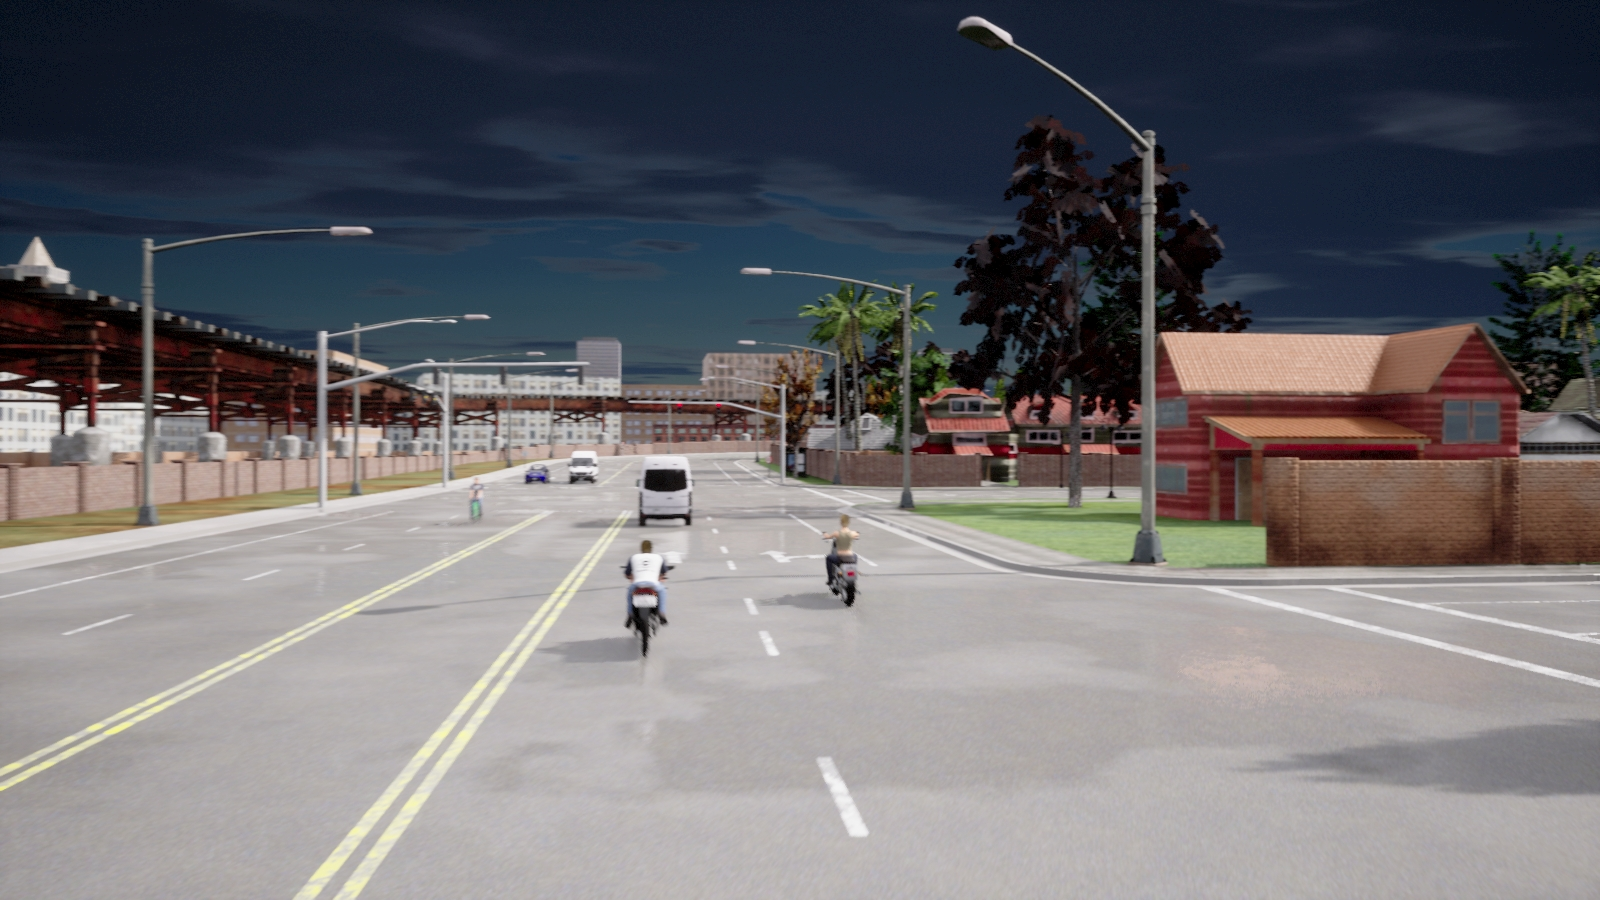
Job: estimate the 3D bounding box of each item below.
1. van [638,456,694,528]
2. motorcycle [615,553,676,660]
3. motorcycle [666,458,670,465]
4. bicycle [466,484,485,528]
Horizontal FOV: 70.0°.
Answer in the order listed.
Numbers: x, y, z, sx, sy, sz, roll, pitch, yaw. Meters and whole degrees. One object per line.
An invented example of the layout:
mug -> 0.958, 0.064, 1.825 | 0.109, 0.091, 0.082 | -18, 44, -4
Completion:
van -> -5.176, 1.529, 43.995 | 1.988, 2.561, 5.915 | 0, 0, -7
motorcycle -> -2.158, 2.171, 16.193 | 0.803, 1.224, 2.033 | 0, 0, -6
motorcycle -> -24.753, 2.118, 213.946 | 0.764, 1.332, 2.356 | 0, 0, -6
bicycle -> -11.908, 2.032, 41.991 | 0.373, 1.521, 1.643 | 0, 0, -5
